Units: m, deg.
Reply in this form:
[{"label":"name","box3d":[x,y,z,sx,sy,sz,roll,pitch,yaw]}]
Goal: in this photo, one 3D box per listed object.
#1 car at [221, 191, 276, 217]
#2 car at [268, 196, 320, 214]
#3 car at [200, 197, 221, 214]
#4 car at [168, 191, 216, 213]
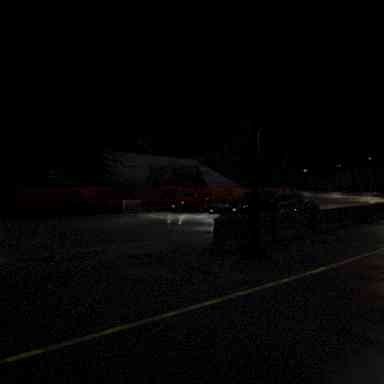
[{"label":"car","box3d":[5.196,0.984,27.857,2.150,2.045,5.566,1,1,44]},{"label":"car","box3d":[8.422,1.276,26.203,2.128,1.511,4.902,1,1,44]},{"label":"car","box3d":[3.263,1.337,30.896,1.895,1.301,4.718,1,1,44]},{"label":"car","box3d":[0.188,0.934,32.743,2.150,2.045,5.566,1,1,44]}]
